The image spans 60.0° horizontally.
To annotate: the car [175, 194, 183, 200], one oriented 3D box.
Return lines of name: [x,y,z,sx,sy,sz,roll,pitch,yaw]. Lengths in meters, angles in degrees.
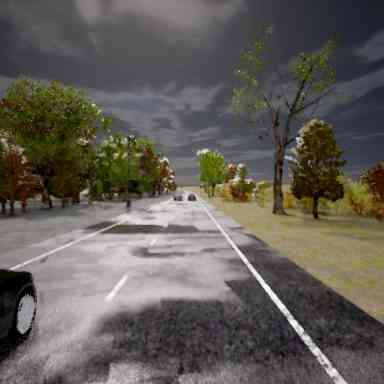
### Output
car: [-3.500,1.331,90.874,2.128,1.511,4.902,0,0,0]

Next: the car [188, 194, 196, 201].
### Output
car: [-0.001,1.276,80.834,2.097,1.767,4.553,0,0,0]

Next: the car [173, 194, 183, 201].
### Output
car: [-3.502,1.447,80.452,2.128,1.511,4.902,0,0,0]

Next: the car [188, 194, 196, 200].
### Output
car: [-0.001,1.330,90.874,2.128,1.511,4.902,0,0,0]

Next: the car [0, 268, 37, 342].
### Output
car: [-3.503,1.477,3.556,1.882,1.535,5.008,0,0,0]
